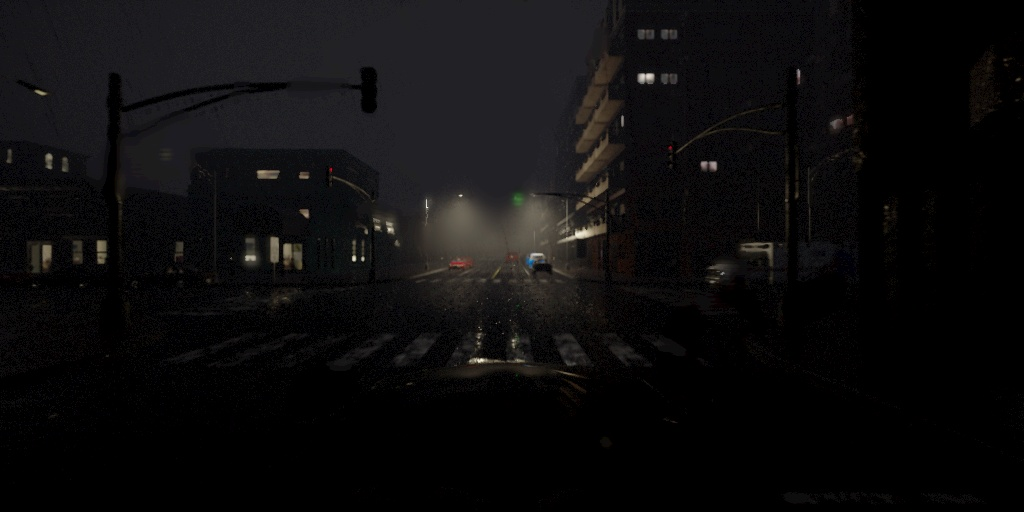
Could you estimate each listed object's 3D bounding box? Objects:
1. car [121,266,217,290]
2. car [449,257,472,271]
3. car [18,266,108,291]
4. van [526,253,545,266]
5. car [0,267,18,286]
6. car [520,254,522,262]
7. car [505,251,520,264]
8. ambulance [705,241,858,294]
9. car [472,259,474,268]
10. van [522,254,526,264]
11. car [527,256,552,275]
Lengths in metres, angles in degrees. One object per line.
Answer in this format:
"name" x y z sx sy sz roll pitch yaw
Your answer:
"car" -19.714 1.225 20.826 4.403 1.370 2.007 0 0 1
"car" -5.689 0.890 38.580 1.802 1.307 4.207 0 0 0
"car" -25.195 1.265 20.902 4.313 1.339 1.948 0 0 1
"van" 2.692 0.648 38.615 1.690 1.789 3.998 0 0 0
"car" -30.675 1.306 20.977 4.207 1.307 1.802 0 0 1
"car" 2.693 0.553 61.107 1.751 1.417 4.829 0 0 0
"car" 0.001 0.234 62.120 2.150 2.045 5.566 0 1 0
"ambulance" 13.007 0.553 17.561 6.366 2.431 2.351 0 0 1
"car" -5.688 0.784 44.161 1.888 1.381 4.507 0 0 0
"van" 2.693 0.510 49.777 1.690 1.789 3.998 0 0 0
"car" 2.692 0.927 33.037 2.007 1.370 4.403 0 0 0
